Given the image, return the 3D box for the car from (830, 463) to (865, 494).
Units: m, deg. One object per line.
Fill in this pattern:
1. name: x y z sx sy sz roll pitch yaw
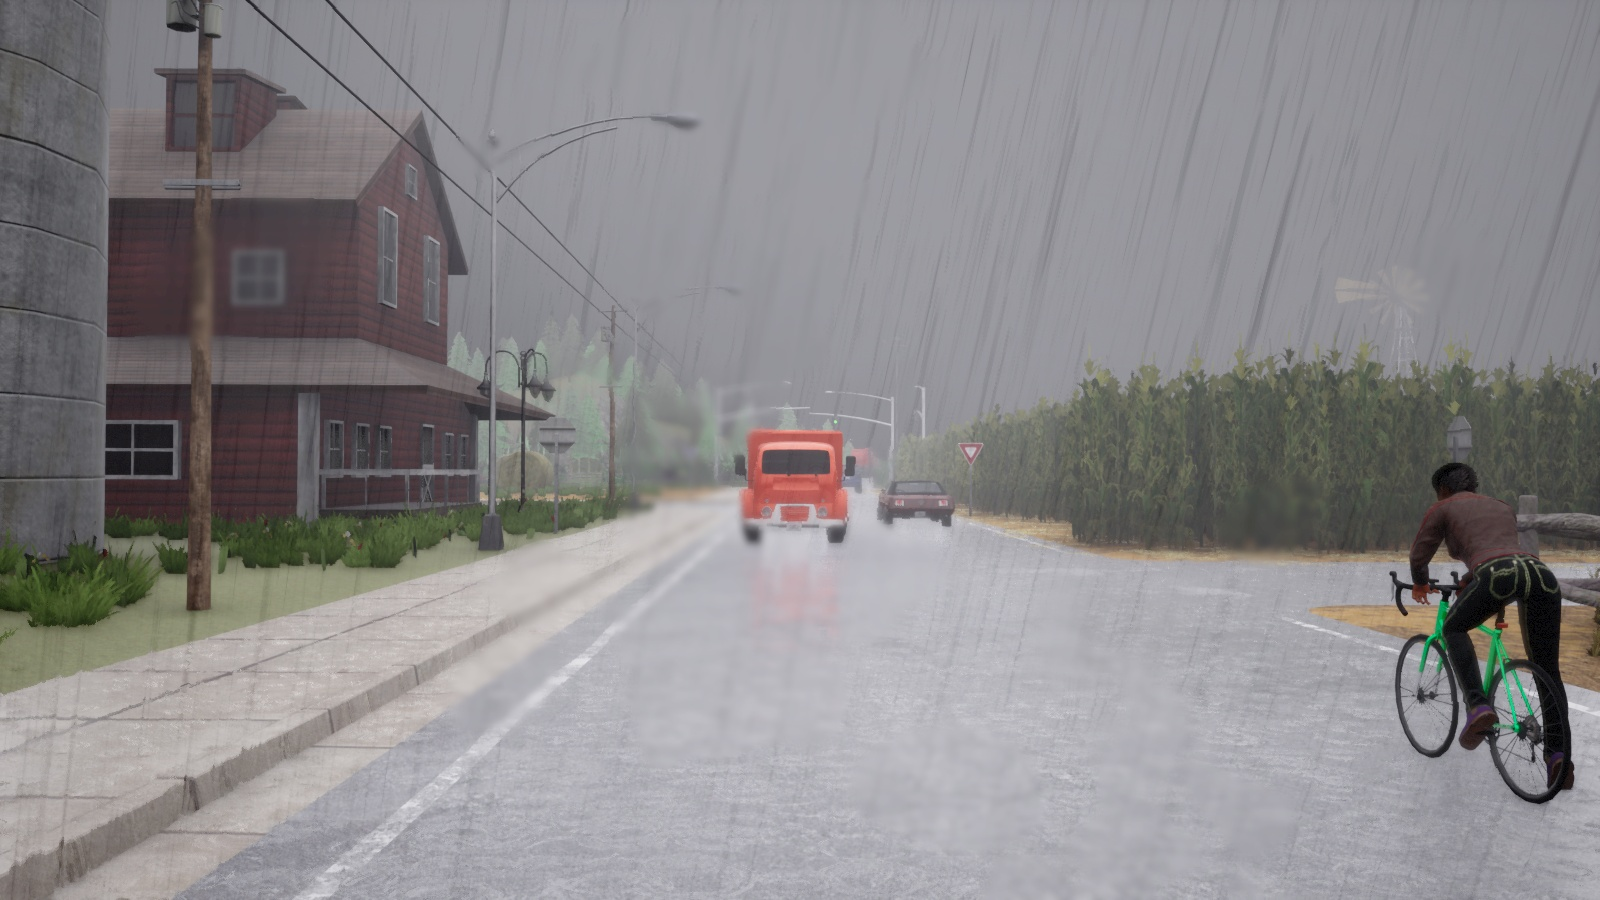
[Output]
1. car: 3.232 1.966 86.281 2.150 2.045 5.566 0 -1 0

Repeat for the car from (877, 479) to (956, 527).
1. car: 3.383 1.525 37.205 1.895 1.301 4.718 0 -1 0

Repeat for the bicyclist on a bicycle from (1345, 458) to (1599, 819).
1. bicyclist on a bicycle: 3.478 0.862 6.486 0.582 1.620 1.656 0 -1 0

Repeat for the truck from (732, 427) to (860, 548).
1. truck: -0.094 0.801 28.405 2.627 2.467 5.204 0 -1 0
